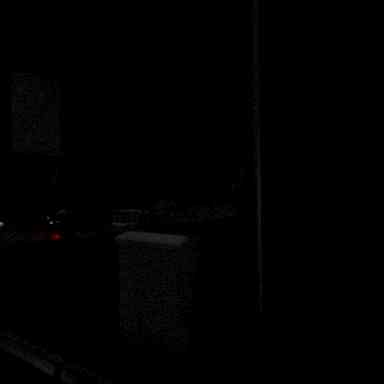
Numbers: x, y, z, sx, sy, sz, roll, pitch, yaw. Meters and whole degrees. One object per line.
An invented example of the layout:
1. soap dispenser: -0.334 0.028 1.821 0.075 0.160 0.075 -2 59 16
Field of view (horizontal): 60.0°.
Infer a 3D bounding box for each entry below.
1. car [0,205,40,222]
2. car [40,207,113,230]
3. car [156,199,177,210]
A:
1. car: -15.393 1.902 30.161 1.994 1.385 4.181 -1 0 32
2. car: -7.551 1.745 22.735 1.812 1.442 4.674 -1 0 32
3. car: -4.198 1.826 47.802 1.882 1.535 5.008 -1 0 33
